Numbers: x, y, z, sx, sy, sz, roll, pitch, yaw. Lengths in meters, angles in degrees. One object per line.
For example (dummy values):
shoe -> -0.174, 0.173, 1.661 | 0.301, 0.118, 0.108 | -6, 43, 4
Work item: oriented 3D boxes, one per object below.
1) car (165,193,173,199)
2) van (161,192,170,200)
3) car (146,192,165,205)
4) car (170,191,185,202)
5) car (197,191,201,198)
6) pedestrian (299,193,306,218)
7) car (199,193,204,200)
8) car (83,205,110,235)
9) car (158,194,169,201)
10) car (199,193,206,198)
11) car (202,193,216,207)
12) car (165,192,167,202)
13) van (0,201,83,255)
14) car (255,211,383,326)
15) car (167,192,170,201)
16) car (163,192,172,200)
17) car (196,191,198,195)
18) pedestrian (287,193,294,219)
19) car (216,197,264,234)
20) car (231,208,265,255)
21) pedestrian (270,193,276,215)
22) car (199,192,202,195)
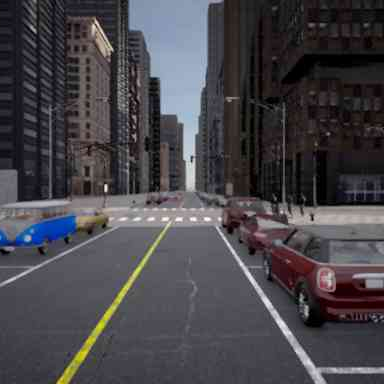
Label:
car -> -5.802, 0.984, 84.591 | 1.752, 1.417, 4.829 | 0, 0, 0
van -> -5.797, 0.866, 73.478 | 1.690, 1.788, 3.998 | 0, 0, 0
car -> -5.787, 0.981, 50.916 | 2.192, 1.841, 5.009 | 0, 0, 0
car -> -3.049, 0.932, 64.704 | 2.097, 1.767, 4.553 | 0, 0, 1
car -> 2.728, 0.966, 73.492 | 1.967, 1.590, 4.097 | 0, 0, 0
pedestrian -> 8.124, 0.972, 24.562 | 0.375, 1.860, 0.375 | 0, 0, 0
car -> 2.736, 1.181, 56.571 | 2.008, 1.369, 4.403 | 0, 0, 0
car -> -5.772, 1.403, 18.133 | 1.752, 1.417, 4.829 | 0, 0, 0
car -> -5.794, 1.142, 67.839 | 1.802, 1.307, 4.206 | 0, 0, 0
car -> 2.721, 0.950, 90.584 | 1.752, 1.417, 4.829 | 0, 0, 0
car -> 2.741, 1.253, 45.290 | 2.008, 1.369, 4.403 | 0, 0, 0
car -> -5.790, 1.070, 56.558 | 1.967, 1.590, 4.097 | 0, 0, 0
van -> -5.770, 1.256, 12.625 | 1.690, 1.788, 3.998 | 0, 0, 0
car -> 2.757, 1.393, 6.962 | 1.967, 1.590, 4.097 | 0, 0, 0
car -> -5.792, 1.161, 62.200 | 1.947, 1.339, 4.313 | 0, 0, 0
car -> -5.800, 0.931, 79.120 | 1.967, 1.590, 4.097 | 0, 0, 0
car -> 2.723, 0.898, 84.773 | 1.967, 1.590, 4.097 | 0, 0, 0
pedestrian -> 7.062, 0.980, 23.962 | 0.375, 1.860, 0.375 | 0, 0, 0
car -> 2.752, 1.192, 18.316 | 2.192, 1.841, 5.009 | 0, 0, 0
car -> 2.755, 1.497, 12.640 | 1.802, 1.307, 4.206 | 0, 0, 0
pedestrian -> 6.124, 0.975, 25.161 | 0.375, 1.860, 0.375 | 0, 0, 0
car -> 2.733, 1.140, 62.212 | 1.887, 1.381, 4.507 | 0, 0, 0
